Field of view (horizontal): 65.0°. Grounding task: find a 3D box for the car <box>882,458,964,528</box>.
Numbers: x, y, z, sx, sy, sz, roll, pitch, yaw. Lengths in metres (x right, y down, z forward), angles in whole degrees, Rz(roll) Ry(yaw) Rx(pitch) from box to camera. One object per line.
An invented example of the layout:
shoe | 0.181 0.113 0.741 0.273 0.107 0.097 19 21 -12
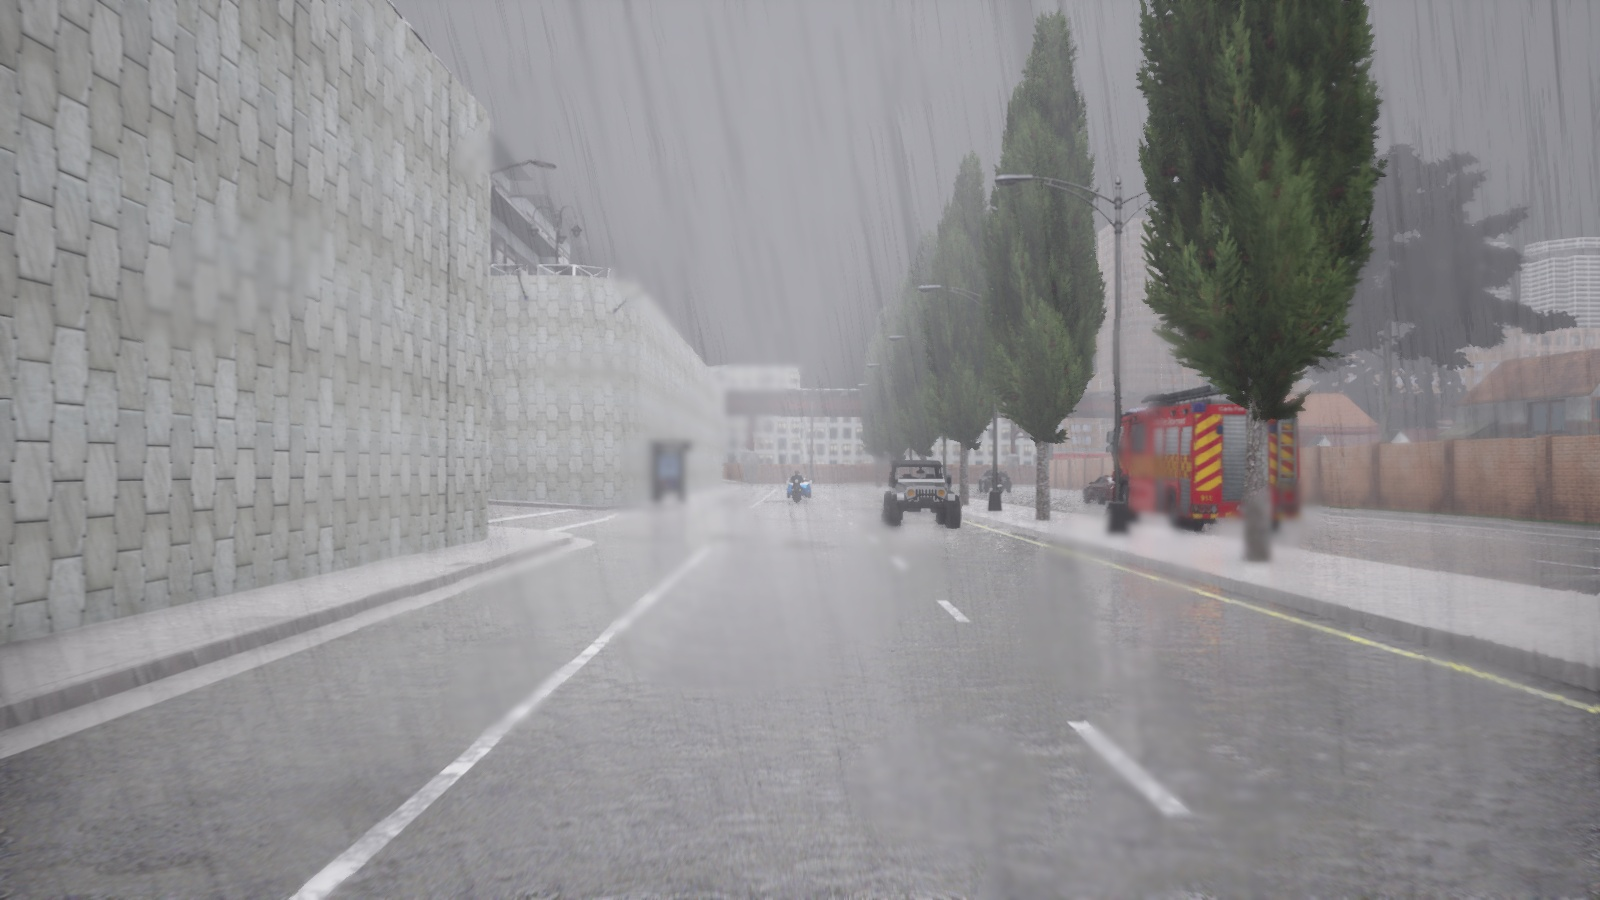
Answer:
car | 3.414 1.186 35.491 1.905 1.878 3.866 0 -1 0

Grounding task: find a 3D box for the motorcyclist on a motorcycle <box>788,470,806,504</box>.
motorcyclist on a motorcycle | -0.147 1.782 60.525 0.866 1.590 1.817 0 -1 0

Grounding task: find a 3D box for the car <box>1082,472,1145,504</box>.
car | 14.855 1.782 59.775 1.812 1.442 4.674 0 -1 0

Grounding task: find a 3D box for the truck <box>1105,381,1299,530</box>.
truck | 11.406 0.217 36.625 2.891 3.827 8.468 0 -1 0

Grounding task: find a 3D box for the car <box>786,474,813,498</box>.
car | -0.007 2.087 72.735 1.481 1.376 2.207 0 -1 3

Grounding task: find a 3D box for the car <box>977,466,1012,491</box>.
car | 14.768 2.169 95.387 1.932 1.855 4.605 0 -1 0
